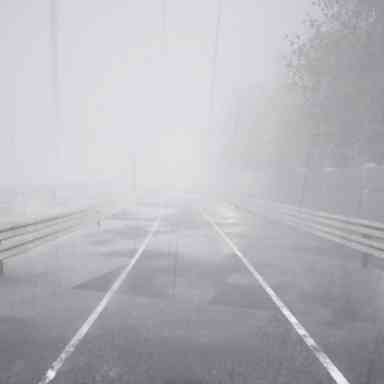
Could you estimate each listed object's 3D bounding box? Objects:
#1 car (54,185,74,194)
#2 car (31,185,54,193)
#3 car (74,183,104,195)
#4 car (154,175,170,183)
[{"bbox_3d":[-19.156,-0.481,53.898,2.033,1.411,5.357,1,4,20],"label":"car"},{"bbox_3d":[-23.254,-0.425,52.858,1.837,1.490,4.892,1,4,20],"label":"car"},{"bbox_3d":[-15.858,-0.615,52.717,2.097,1.767,4.553,1,4,20],"label":"car"},{"bbox_3d":[-8.805,-3.242,92.170,1.882,1.535,5.008,1,4,20],"label":"car"}]
